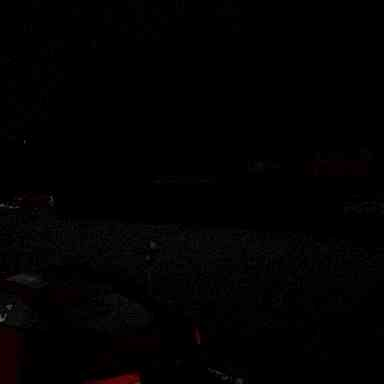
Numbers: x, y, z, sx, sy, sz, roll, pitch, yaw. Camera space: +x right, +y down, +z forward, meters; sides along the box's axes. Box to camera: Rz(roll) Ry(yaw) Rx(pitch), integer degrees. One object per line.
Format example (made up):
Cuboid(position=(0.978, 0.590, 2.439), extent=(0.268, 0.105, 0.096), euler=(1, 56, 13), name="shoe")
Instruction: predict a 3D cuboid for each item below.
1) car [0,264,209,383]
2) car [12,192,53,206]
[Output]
Cuboid(position=(-1.773, 1.581, 4.062), extent=(4.206, 1.307, 1.802), euler=(0, 1, 35), name="car")
Cuboid(position=(-19.796, 0.764, 41.337), extent=(2.097, 1.767, 4.553), euler=(1, 2, 35), name="car")
